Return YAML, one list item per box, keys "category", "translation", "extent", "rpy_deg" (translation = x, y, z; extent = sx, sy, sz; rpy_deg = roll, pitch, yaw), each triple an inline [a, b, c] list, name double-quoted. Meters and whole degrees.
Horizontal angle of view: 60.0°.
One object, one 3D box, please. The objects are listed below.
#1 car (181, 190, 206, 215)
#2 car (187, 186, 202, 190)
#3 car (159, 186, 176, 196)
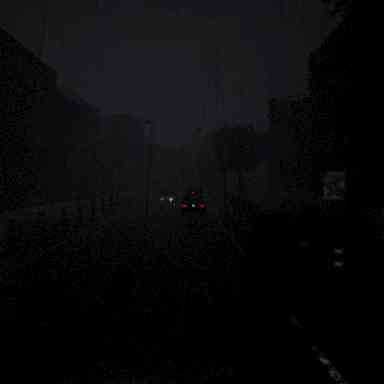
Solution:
- category: "car"
  translation: [0.101, 0.867, 25.507]
  extent: [2.033, 1.411, 5.357]
  rpy_deg: [0, 3, 0]
- category: "car"
  translation: [0.257, -0.053, 42.633]
  extent: [1.994, 1.385, 4.181]
  rpy_deg: [0, 3, 3]
- category: "car"
  translation: [-3.259, -0.165, 44.698]
  extent: [1.994, 1.385, 4.181]
  rpy_deg: [0, 3, 4]
